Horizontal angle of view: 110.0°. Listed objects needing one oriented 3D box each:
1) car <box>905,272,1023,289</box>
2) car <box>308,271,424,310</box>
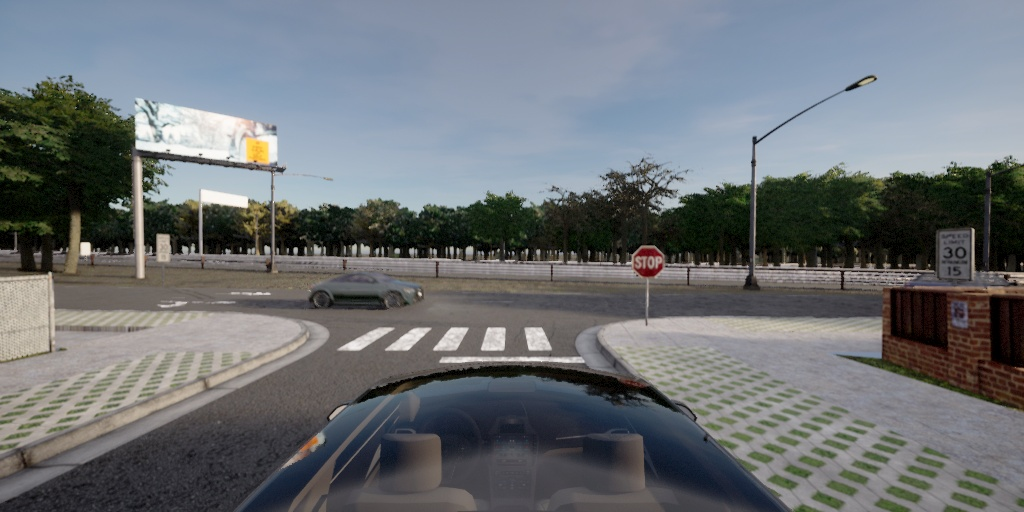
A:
[{"bbox_3d":[19.875,1.465,15.515,4.553,1.767,2.097,1,0,-5],"label":"car"},{"bbox_3d":[-5.674,1.312,14.235,4.181,1.385,1.994,1,0,-1],"label":"car"}]
